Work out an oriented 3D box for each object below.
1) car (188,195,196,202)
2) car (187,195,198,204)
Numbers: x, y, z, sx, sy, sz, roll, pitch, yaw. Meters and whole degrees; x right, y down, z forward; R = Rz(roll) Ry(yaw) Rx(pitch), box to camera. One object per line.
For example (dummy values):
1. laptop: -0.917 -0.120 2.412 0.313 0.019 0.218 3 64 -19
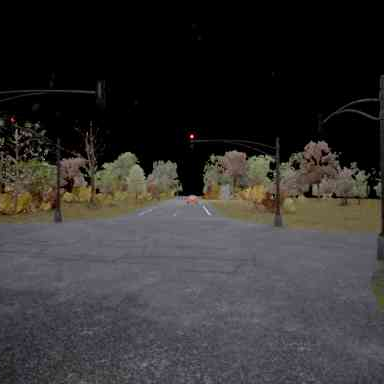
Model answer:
1. car: 0.081 1.449 77.994 1.812 1.442 4.674 0 0 0
2. car: 0.071 1.423 67.959 2.097 1.767 4.553 0 0 0
